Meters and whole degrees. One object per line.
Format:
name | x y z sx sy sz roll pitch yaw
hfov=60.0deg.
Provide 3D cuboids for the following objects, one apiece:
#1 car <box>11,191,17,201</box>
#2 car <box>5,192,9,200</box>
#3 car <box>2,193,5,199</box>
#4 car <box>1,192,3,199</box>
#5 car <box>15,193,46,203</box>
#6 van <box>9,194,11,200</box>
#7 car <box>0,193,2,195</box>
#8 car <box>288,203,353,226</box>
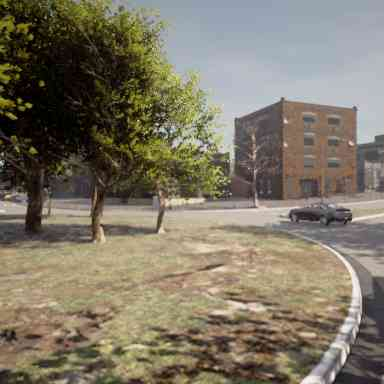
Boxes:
car | -33.032 1.173 66.724 4.553 1.767 2.185 0 0 -36
car | -37.938 1.079 73.473 4.553 1.767 2.185 0 1 -36
car | -39.675 1.166 75.802 5.008 1.535 2.097 0 1 -36
car | -41.226 1.132 77.956 4.892 1.521 2.231 0 1 -36
car | -29.887 1.369 62.293 4.792 1.488 2.163 0 0 -36
van | -34.861 1.046 68.989 4.442 1.987 1.878 0 1 -36
car | -42.839 0.843 80.214 5.566 2.045 2.435 0 1 -36
car | 8.855 1.501 23.392 2.128 1.511 4.902 0 0 -23
